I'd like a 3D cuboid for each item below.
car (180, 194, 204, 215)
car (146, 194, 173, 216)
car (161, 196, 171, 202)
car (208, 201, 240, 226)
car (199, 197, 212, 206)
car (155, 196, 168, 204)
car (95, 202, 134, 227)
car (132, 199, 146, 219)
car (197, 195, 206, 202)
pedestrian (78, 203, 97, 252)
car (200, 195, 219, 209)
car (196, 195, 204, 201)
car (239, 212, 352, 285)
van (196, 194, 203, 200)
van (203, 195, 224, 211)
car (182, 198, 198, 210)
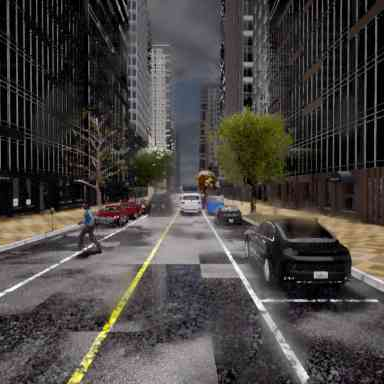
[{"bbox_3d":[-0.089,1.217,34.665,2.150,2.045,5.566,0,0,0],"label":"car"},{"bbox_3d":[-3.010,1.217,32.378,2.150,2.045,5.566,0,0,0],"label":"car"},{"bbox_3d":[-5.689,1.543,73.813,1.887,1.381,4.507,-1,0,0],"label":"car"},{"bbox_3d":[2.442,1.547,23.046,2.008,1.369,4.403,-1,0,0],"label":"car"},{"bbox_3d":[2.274,1.542,56.938,1.887,1.381,4.507,-1,0,0],"label":"car"},{"bbox_3d":[-5.633,1.548,62.516,2.008,1.369,4.403,-1,0,0],"label":"car"},{"bbox_3d":[-5.438,1.578,22.977,1.802,1.307,4.206,-1,0,0],"label":"car"},{"bbox_3d":[-5.469,1.540,28.626,1.887,1.381,4.507,-1,0,0],"label":"car"},{"bbox_3d":[2.161,1.440,79.533,1.967,1.590,4.097,-1,0,0],"label":"car"},{"bbox_3d":[-3.881,1.291,12.335,0.375,1.860,0.375,-1,1,0],"label":"pedestrian"},{"bbox_3d":[2.326,1.311,45.641,2.192,1.841,5.009,-1,0,0],"label":"car"},{"bbox_3d":[2.135,1.545,85.181,1.887,1.381,4.507,-1,0,0],"label":"car"},{"bbox_3d":[2.704,1.503,9.434,1.837,1.490,4.892,0,0,0],"label":"car"},{"bbox_3d":[2.104,1.343,90.830,1.690,1.788,3.998,-1,0,0],"label":"van"},{"bbox_3d":[2.383,1.336,34.343,1.690,1.788,3.998,-1,0,0],"label":"van"},{"bbox_3d":[-0.201,1.543,45.287,2.033,1.411,5.357,0,0,0],"label":"car"}]
